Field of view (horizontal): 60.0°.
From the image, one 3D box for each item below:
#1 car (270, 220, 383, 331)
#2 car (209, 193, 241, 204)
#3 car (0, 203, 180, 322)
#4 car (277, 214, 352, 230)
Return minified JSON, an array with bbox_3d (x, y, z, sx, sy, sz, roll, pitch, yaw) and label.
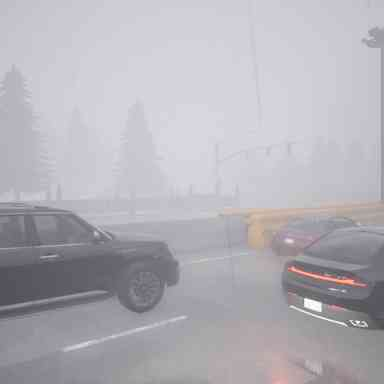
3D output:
[{"bbox_3d":[3.808,1.435,6.464,4.892,1.490,1.837,-1,1,-35],"label":"car"},{"bbox_3d":[5.232,1.026,49.418,2.128,1.511,4.902,-1,1,-35],"label":"car"},{"bbox_3d":[-2.912,1.217,5.968,5.566,2.045,2.150,0,0,-36],"label":"car"},{"bbox_3d":[4.619,1.441,11.331,4.181,1.385,1.994,-1,1,-35],"label":"car"}]
